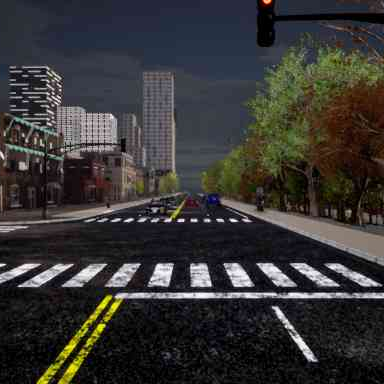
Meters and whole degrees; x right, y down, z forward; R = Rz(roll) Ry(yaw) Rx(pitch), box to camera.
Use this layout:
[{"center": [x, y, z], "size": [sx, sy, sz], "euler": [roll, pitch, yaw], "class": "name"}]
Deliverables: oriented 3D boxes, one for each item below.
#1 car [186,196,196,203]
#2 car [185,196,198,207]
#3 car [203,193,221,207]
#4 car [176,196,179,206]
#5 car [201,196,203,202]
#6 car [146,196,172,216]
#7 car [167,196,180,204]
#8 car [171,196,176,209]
[{"center": [-0.135, 1.516, 71.148], "size": [2.033, 1.411, 5.357], "euler": [0, 0, 0], "class": "car"}, {"center": [-0.023, 1.545, 51.664], "size": [1.994, 1.385, 4.181], "euler": [0, 0, 0], "class": "car"}, {"center": [3.229, 1.203, 51.648], "size": [2.150, 2.045, 5.566], "euler": [0, 0, 0], "class": "car"}, {"center": [-3.456, 1.486, 53.181], "size": [1.837, 1.490, 4.892], "euler": [0, 0, 0], "class": "car"}, {"center": [3.072, 1.448, 74.417], "size": [1.882, 1.535, 5.008], "euler": [0, 0, 0], "class": "car"}, {"center": [-3.422, 1.481, 32.992], "size": [2.128, 1.511, 4.902], "euler": [0, 0, 0], "class": "car"}, {"center": [-3.443, 1.467, 63.637], "size": [2.128, 1.511, 4.902], "euler": [0, 0, 1], "class": "car"}, {"center": [-3.440, 1.490, 43.041], "size": [1.837, 1.490, 4.892], "euler": [0, 0, 0], "class": "car"}]
